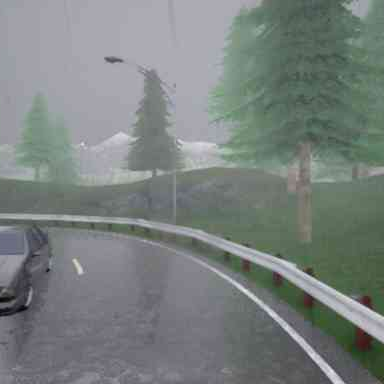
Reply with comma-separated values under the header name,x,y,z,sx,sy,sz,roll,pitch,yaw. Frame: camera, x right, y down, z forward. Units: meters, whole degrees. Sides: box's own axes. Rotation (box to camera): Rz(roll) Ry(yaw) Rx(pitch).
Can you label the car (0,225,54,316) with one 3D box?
name,x,y,z,sx,sy,sz,roll,pitch,yaw
car,-4.363,1.495,7.580,2.033,1.411,5.357,0,0,-16
